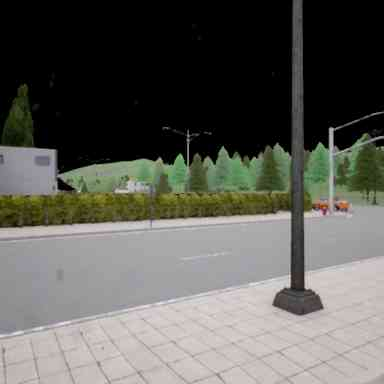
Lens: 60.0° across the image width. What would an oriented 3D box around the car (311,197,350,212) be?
[{"bbox_3d":[15.810,1.315,38.814,2.097,1.767,4.553,0,0,-33],"label":"car"}]
